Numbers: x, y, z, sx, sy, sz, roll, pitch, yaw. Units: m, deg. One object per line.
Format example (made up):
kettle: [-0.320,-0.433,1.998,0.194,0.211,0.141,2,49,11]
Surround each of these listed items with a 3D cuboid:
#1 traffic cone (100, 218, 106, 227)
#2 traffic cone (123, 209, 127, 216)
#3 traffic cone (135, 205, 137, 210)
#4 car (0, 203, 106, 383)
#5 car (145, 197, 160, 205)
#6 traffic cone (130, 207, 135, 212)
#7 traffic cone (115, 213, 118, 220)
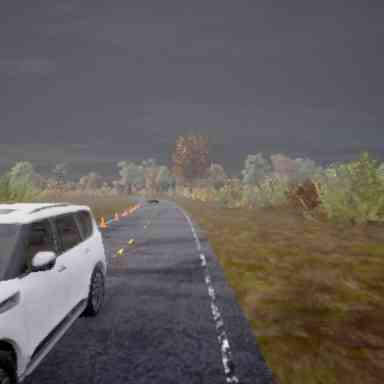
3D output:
traffic cone: [-5.701,1.927,21.253,0.340,0.580,0.340,0,0,-3]
traffic cone: [-6.255,1.914,31.183,0.340,0.580,0.340,0,0,-4]
traffic cone: [-7.010,1.901,41.099,0.340,0.580,0.340,0,0,-5]
car: [-2.742,1.216,4.470,2.150,2.045,5.566,0,0,-1]
car: [-6.926,1.526,58.164,1.895,1.301,4.718,0,0,-17]
traffic cone: [-6.607,1.908,36.144,0.340,0.580,0.340,0,0,-4]
traffic cone: [-5.953,1.920,26.219,0.340,0.580,0.340,0,0,-3]
